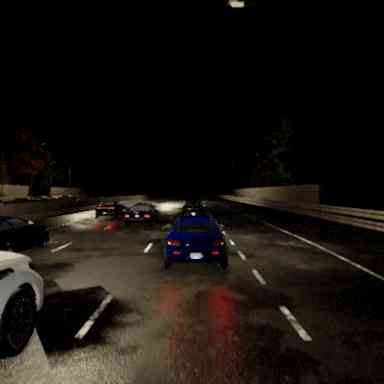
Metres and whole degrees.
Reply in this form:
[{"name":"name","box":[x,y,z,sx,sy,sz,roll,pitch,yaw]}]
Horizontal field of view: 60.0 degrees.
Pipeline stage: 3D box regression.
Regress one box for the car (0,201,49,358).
[{"name":"car","box":[-3.398,1.216,2.830,2.150,2.045,5.566,0,0,0]}]

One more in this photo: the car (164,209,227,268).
[{"name":"car","box":[0.104,1.508,11.060,1.812,1.442,4.674,0,0,0]}]

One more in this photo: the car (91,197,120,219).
[{"name":"car","box":[-6.887,1.456,28.668,2.128,1.511,4.902,0,0,0]}]

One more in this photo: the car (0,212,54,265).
[{"name":"car","box":[-6.894,1.545,12.084,1.994,1.385,4.181,0,0,0]}]

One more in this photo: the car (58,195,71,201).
[{"name":"car","box":[-27.971,1.435,74.091,2.033,1.411,5.357,0,0,0]}]

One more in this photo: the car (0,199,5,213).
[{"name":"car","box":[-21.078,1.486,33.576,1.812,1.442,4.674,0,0,0]}]

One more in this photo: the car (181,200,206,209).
[{"name":"car","box":[0.113,1.469,28.737,1.837,1.490,4.892,0,0,0]}]

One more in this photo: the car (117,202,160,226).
[{"name":"car","box":[-3.389,1.517,23.020,2.033,1.411,5.357,0,0,0]}]

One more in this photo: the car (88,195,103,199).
[{"name":"car","box":[-20.970,1.395,74.089,1.837,1.490,4.892,0,0,0]}]

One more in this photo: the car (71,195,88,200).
[{"name":"car","box":[-24.471,1.420,74.090,2.128,1.511,4.902,0,0,0]}]

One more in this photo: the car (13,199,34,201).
[{"name":"car","box":[-17.577,1.465,34.264,1.837,1.490,4.892,0,0,0]}]

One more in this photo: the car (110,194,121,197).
[{"name":"car","box":[-17.470,1.160,75.908,2.097,1.767,4.553,0,0,0]}]
